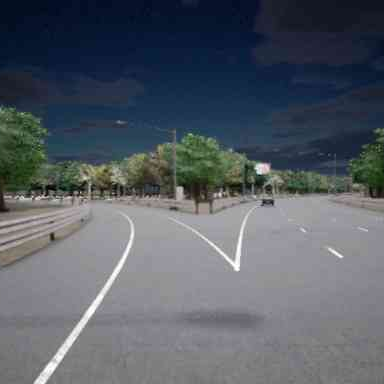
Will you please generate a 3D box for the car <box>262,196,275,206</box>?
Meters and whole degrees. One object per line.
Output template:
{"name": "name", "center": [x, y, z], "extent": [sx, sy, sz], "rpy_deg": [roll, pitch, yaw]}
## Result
{"name": "car", "center": [12.351, 1.441, 53.791], "extent": [1.882, 1.535, 5.008], "rpy_deg": [0, 0, 15]}
